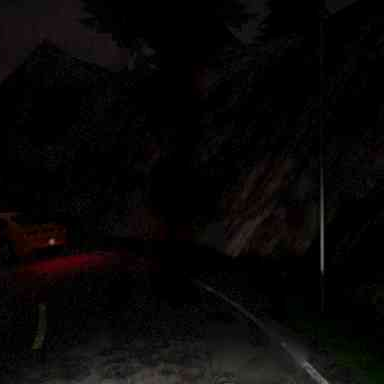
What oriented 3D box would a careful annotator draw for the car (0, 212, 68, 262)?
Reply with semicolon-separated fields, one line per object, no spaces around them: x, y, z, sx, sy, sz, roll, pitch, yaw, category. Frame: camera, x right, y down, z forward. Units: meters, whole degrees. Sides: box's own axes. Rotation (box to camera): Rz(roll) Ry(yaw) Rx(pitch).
-6.756;1.471;12.080;5.008;1.535;1.882;0;0;28;car
